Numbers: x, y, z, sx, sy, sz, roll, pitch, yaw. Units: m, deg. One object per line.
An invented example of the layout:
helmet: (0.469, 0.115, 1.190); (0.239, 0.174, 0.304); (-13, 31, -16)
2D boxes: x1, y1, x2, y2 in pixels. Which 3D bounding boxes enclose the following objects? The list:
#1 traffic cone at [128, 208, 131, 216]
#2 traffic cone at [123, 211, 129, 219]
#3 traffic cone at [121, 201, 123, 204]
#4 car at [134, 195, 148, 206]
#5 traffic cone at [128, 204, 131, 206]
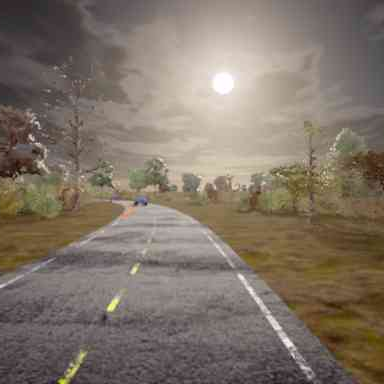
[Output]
traffic cone: (-6.589, 2.157, 34.436); (0.340, 0.580, 0.340); (0, 0, -8)
traffic cone: (-5.967, 2.129, 29.526); (0.340, 0.580, 0.340); (0, 0, -7)
traffic cone: (-14.871, 2.380, 73.114); (0.340, 0.580, 0.340); (0, 0, -16)
car: (-9.705, 1.584, 63.143); (2.150, 2.045, 5.566); (0, 0, -14)
traffic cone: (-8.111, 2.212, 44.216); (0.340, 0.580, 0.340); (0, 0, -10)
